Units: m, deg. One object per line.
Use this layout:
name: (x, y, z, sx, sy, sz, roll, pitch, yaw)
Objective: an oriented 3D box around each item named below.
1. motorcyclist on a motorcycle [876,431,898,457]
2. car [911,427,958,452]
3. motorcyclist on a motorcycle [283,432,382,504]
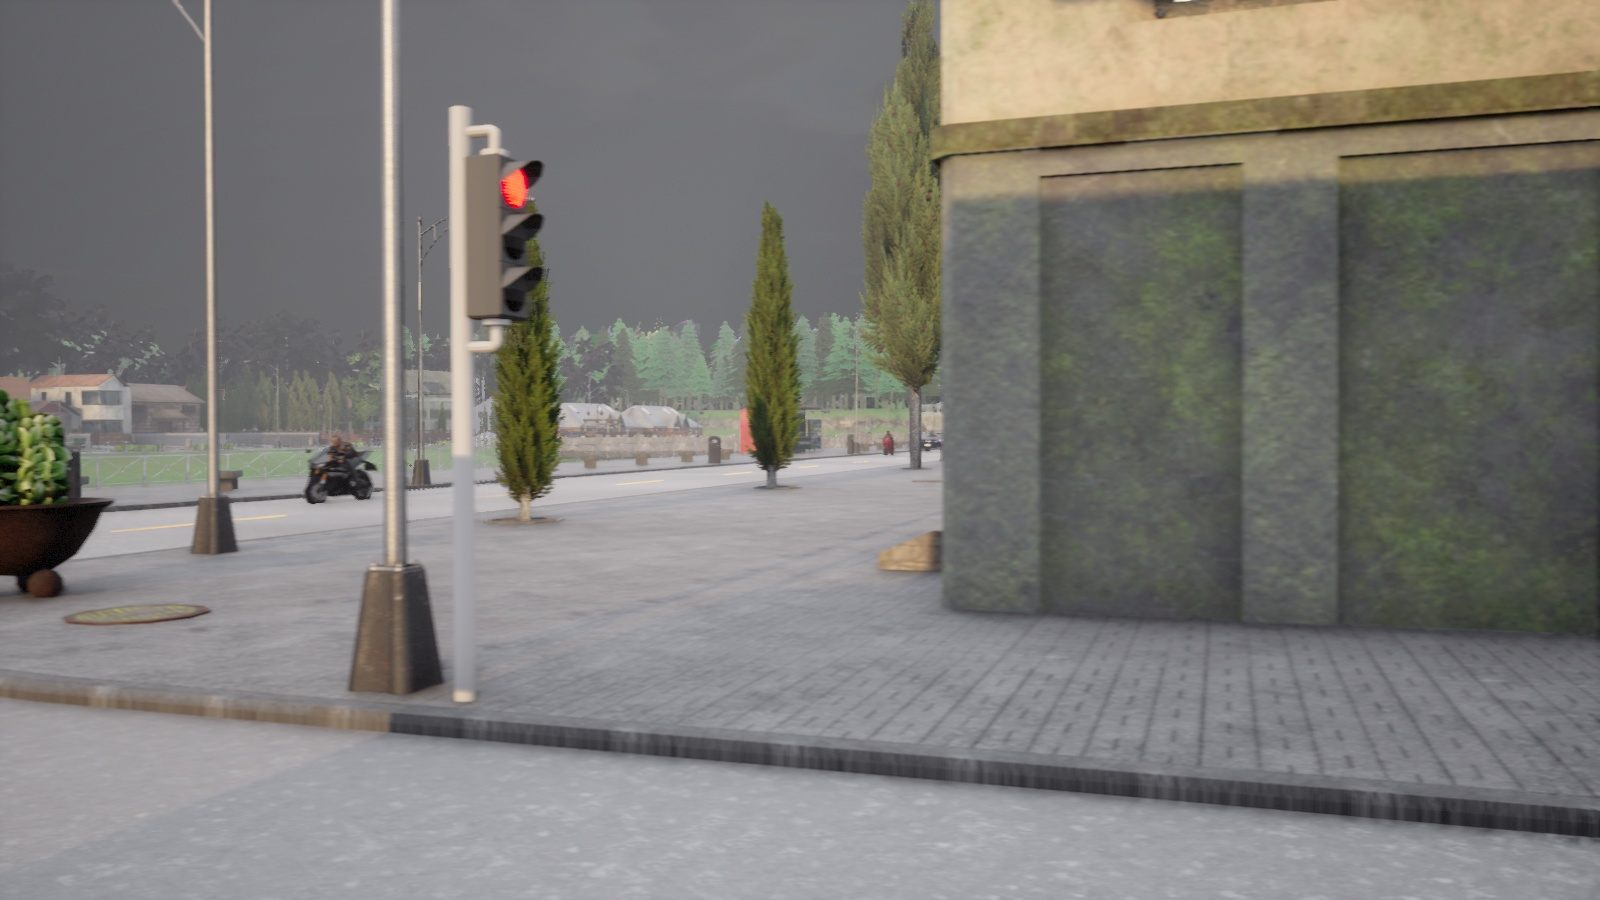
motorcyclist on a motorcycle: (5.155, -0.360, 74.166, 0.797, 1.523, 2.044, 1, 1, 19)
car: (9.265, -0.743, 86.363, 2.152, 1.651, 5.027, 1, 1, 19)
motorcyclist on a motorcycle: (-10.390, 0.374, 28.011, 0.866, 1.530, 2.191, 1, 1, 19)
